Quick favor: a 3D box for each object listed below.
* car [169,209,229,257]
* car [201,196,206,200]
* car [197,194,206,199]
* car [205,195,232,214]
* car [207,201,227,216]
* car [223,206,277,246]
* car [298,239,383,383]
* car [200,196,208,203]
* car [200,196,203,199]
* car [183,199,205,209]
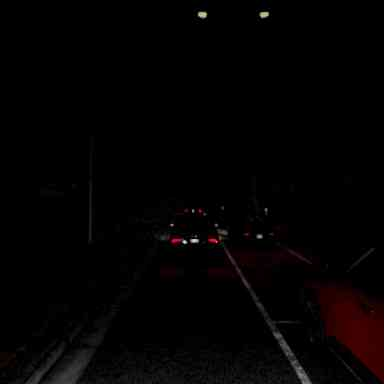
[{"bbox_3d":[0.092,1.647,13.307,2.033,1.411,5.357,0,0,0],"label":"car"},{"bbox_3d":[2.669,1.727,47.646,1.947,1.339,4.313,2,0,0],"label":"car"},{"bbox_3d":[2.679,1.443,64.310,2.192,1.841,5.009,2,0,0],"label":"car"},{"bbox_3d":[2.671,1.475,30.977,2.192,1.841,5.009,2,0,0],"label":"car"},{"bbox_3d":[2.666,1.712,36.535,1.887,1.381,4.507,2,0,0],"label":"car"},{"bbox_3d":[2.752,1.638,15.833,1.812,1.442,4.674,0,0,0],"label":"car"},{"bbox_3d":[2.661,1.347,3.185,2.192,1.841,5.009,1,0,0],"label":"car"},{"bbox_3d":[2.670,1.695,75.418,1.802,1.307,4.206,2,0,0],"label":"car"},{"bbox_3d":[2.669,1.717,53.203,1.947,1.339,4.313,2,0,0],"label":"car"},{"bbox_3d":[0.103,1.708,31.524,2.033,1.411,5.357,0,0,0],"label":"car"}]
